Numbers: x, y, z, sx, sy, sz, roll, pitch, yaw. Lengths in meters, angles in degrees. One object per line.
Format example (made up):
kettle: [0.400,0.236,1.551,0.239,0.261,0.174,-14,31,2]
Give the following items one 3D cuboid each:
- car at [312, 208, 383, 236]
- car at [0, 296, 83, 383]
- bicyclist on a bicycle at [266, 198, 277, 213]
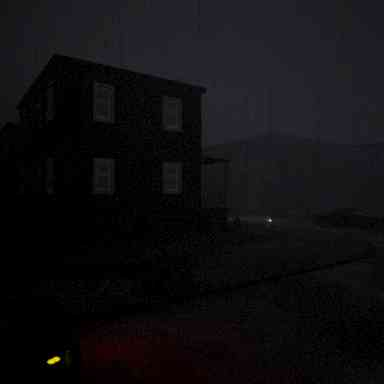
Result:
car: [9.413,1.601,18.888,1.895,1.301,4.718,0,0,-37]
car: [-3.187,1.526,2.264,4.674,1.442,1.812,0,0,-35]
bicyclist on a bicycle: [8.304,1.348,34.786,1.656,1.620,0.582,0,0,-35]
